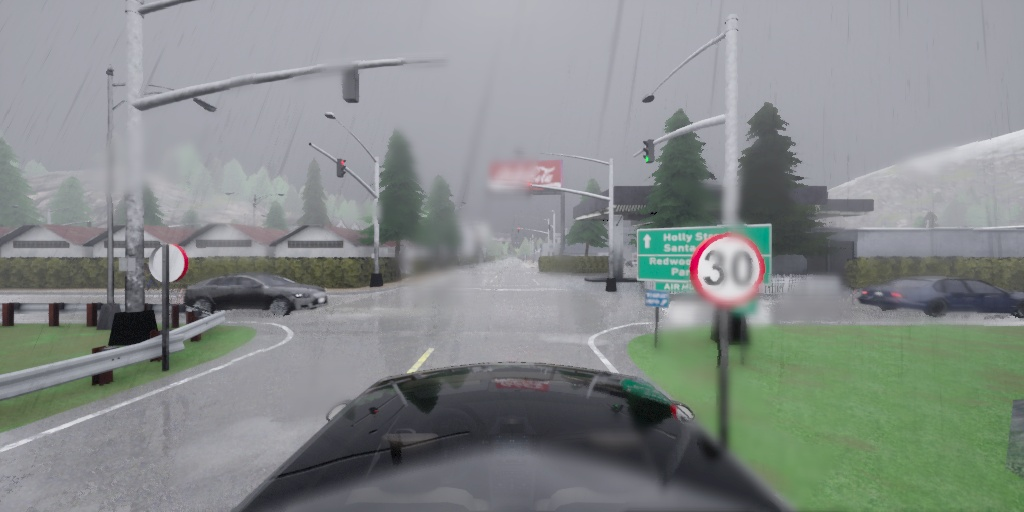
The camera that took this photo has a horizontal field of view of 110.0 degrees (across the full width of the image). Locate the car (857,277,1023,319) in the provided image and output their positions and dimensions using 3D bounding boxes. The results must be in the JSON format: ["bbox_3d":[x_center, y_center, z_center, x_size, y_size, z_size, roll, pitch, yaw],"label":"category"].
[{"bbox_3d":[16.228,1.489,13.354,5.357,1.411,2.033,0,0,1],"label":"car"}]

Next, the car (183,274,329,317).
[{"bbox_3d":[-9.535,1.414,13.513,4.902,1.511,2.128,-1,0,4],"label":"car"}]

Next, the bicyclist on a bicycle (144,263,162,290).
[{"bbox_3d":[-21.672,1.244,21.339,0.582,1.620,1.656,0,0,1],"label":"bicyclist on a bicycle"}]
